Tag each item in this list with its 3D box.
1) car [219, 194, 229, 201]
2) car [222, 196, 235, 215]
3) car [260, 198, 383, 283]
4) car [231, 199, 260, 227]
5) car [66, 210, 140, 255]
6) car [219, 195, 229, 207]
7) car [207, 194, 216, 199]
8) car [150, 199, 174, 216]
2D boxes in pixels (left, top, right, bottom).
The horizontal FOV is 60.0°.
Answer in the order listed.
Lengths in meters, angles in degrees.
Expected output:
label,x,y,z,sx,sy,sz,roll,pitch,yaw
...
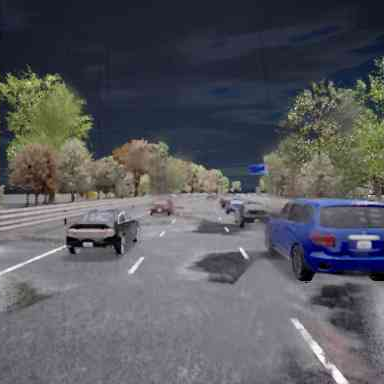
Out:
label,x,y,z,sx,sy,sz,roll,pitch,yaw
car,7.330,1.295,75.934,2.033,1.411,5.357,0,0,6
car,4.228,1.400,32.539,1.812,1.442,4.674,0,0,2
car,3.693,1.187,9.733,2.150,2.045,5.566,0,1,1
car,3.832,1.420,21.669,1.837,1.490,4.892,0,0,2
car,-3.255,1.437,12.961,2.128,1.511,4.902,0,0,1
car,4.776,1.314,43.403,1.882,1.535,5.008,0,0,3
car,4.851,1.172,86.305,1.895,1.301,4.718,0,0,7
car,-2.719,1.400,31.086,1.812,1.442,4.674,0,0,2
